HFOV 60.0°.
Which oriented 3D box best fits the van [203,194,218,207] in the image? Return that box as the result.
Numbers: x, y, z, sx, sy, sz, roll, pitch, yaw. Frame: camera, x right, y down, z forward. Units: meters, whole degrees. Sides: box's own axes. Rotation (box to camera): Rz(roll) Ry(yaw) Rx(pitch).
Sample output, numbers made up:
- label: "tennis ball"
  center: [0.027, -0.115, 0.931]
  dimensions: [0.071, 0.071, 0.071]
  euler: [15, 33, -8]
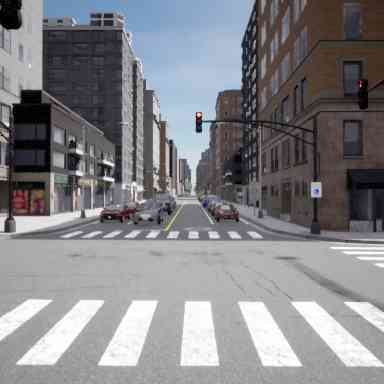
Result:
- label: "van"
  center: [2.635, 1.353, 42.960]
  dimensions: [1.690, 1.788, 3.998]
  euler: [1, 0, 0]

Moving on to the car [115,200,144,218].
- label: "car"
  center: [-5.882, 1.552, 31.613]
  dimensions: [1.887, 1.381, 4.507]
  euler: [1, 0, 0]

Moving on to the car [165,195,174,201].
- label: "car"
  center: [-5.940, 1.603, 88.342]
  dimensions: [1.947, 1.339, 4.313]
  euler: [1, 0, 0]

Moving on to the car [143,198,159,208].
- label: "car"
  center: [-5.899, 1.596, 48.632]
  dimensions: [1.802, 1.307, 4.206]
  euler: [1, 0, 0]

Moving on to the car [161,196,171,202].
- label: "car"
  center: [-5.928, 1.582, 76.996]
  dimensions: [2.008, 1.369, 4.403]
  euler: [1, 0, 0]

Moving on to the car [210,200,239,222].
- label: "car"
  center: [2.650, 1.588, 25.940]
  dimensions: [1.802, 1.307, 4.206]
  euler: [1, 0, 0]

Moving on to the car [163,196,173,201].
- label: "car"
  center: [-5.934, 1.600, 82.669]
  dimensions: [1.947, 1.339, 4.313]
  euler: [1, 0, 0]

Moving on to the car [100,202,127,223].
- label: "car"
  center: [-5.876, 1.551, 25.940]
  dimensions: [1.887, 1.381, 4.507]
  euler: [1, 0, 0]

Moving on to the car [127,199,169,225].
- label: "car"
  center: [-3.104, 1.497, 24.346]
  dimensions: [2.128, 1.511, 4.902]
  euler: [0, 0, -1]

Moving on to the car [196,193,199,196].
- label: "car"
  center: [2.594, 1.349, 82.674]
  dimensions: [2.192, 1.841, 5.009]
  euler: [1, 0, 0]

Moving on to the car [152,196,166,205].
- label: "car"
  center: [-5.910, 1.461, 59.977]
  dimensions: [1.967, 1.590, 4.097]
  euler: [1, 0, 0]

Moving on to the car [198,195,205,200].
- label: "car"
  center: [2.581, 1.565, 94.190]
  dimensions: [1.752, 1.417, 4.829]
  euler: [1, 0, 0]

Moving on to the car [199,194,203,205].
- label: "car"
  center: [2.629, 1.329, 48.633]
  dimensions: [2.192, 1.841, 5.009]
  euler: [1, 0, 0]

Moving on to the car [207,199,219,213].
- label: "car"
  center: [2.644, 1.589, 31.613]
  dimensions: [1.802, 1.307, 4.206]
  euler: [1, 0, 0]

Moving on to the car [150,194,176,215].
- label: "car"
  center: [-3.138, 1.230, 34.494]
  dimensions: [2.150, 2.045, 5.566]
  euler: [0, 0, 0]

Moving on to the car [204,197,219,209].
- label: "car"
  center: [2.638, 1.591, 37.287]
  dimensions: [1.802, 1.307, 4.206]
  euler: [1, 0, 0]

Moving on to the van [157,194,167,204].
- label: "van"
  center: [-5.915, 1.365, 65.650]
  dimensions: [1.690, 1.788, 3.998]
  euler: [1, 0, 0]

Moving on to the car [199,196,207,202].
- label: "car"
  center: [2.597, 1.556, 77.170]
  dimensions: [1.752, 1.417, 4.829]
  euler: [1, 0, 0]

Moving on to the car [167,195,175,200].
- label: "car"
  center: [-5.946, 1.584, 94.015]
  dimensions: [1.887, 1.381, 4.507]
  euler: [1, 0, 0]

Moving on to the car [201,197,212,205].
- label: "car"
  center: [2.615, 1.602, 59.980]
  dimensions: [1.802, 1.307, 4.206]
  euler: [1, 0, 0]

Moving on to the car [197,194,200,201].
- label: "car"
  center: [2.603, 1.593, 71.327]
  dimensions: [1.947, 1.339, 4.313]
  euler: [1, 0, 0]
